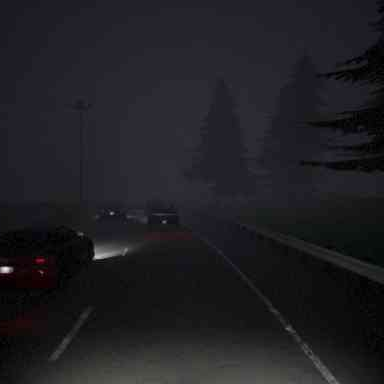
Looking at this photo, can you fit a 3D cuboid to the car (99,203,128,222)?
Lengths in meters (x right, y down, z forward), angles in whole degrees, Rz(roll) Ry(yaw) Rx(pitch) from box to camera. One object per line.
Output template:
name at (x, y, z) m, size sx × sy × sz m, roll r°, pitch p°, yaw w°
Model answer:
car at (-6.226, 1.541, 26.567) m, size 1.994 × 1.385 × 4.181 m, roll 0°, pitch 0°, yaw -9°

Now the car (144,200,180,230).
car at (-1.838, 1.465, 20.787) m, size 2.128 × 1.511 × 4.902 m, roll 0°, pitch 0°, yaw -8°

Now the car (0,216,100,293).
car at (-3.951, 1.560, 8.806) m, size 1.994 × 1.385 × 4.181 m, roll 0°, pitch 0°, yaw -4°
